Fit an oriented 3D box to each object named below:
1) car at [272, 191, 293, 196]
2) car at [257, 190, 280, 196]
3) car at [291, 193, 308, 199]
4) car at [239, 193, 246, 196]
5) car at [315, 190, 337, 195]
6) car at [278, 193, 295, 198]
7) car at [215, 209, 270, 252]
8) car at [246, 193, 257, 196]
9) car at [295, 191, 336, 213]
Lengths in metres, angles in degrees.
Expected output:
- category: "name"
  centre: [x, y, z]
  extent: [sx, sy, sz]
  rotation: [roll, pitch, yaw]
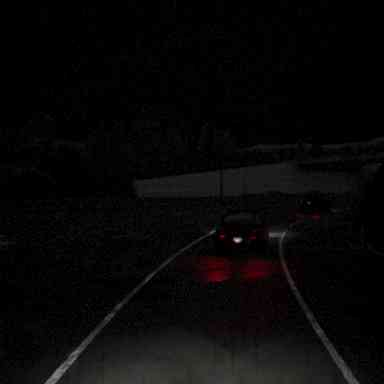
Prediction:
- category: "car"
  centre: [19.292, 1.013, 68.098]
  extent: [4.902, 1.511, 2.128]
  rotation: [0, 1, -40]
- category: "car"
  centre: [17.041, 0.681, 70.775]
  extent: [5.566, 2.045, 2.150]
  rotation: [0, 1, -40]
- category: "car"
  centre: [27.041, 0.909, 83.579]
  extent: [4.674, 1.442, 1.812]
  rotation: [0, 1, -40]
- category: "car"
  centre: [12.366, 0.945, 75.996]
  extent: [4.181, 1.385, 1.994]
  rotation: [0, 1, -40]
- category: "car"
  centre: [31.523, 0.804, 78.201]
  extent: [4.553, 1.767, 2.097]
  rotation: [0, 1, -40]
- category: "car"
  centre: [24.550, 0.949, 86.062]
  extent: [4.718, 1.301, 1.895]
  rotation: [0, 1, -40]
- category: "car"
  centre: [2.102, 1.416, 13.461]
  extent: [1.812, 1.442, 4.674]
  rotation: [0, 0, 14]
- category: "car"
  centre: [14.834, 0.948, 73.495]
  extent: [4.674, 1.442, 1.812]
  rotation: [0, 1, -40]
- category: "car"
  centre: [12.584, 1.110, 33.639]
  extent: [2.097, 1.767, 4.553]
  rotation: [1, 1, 39]
